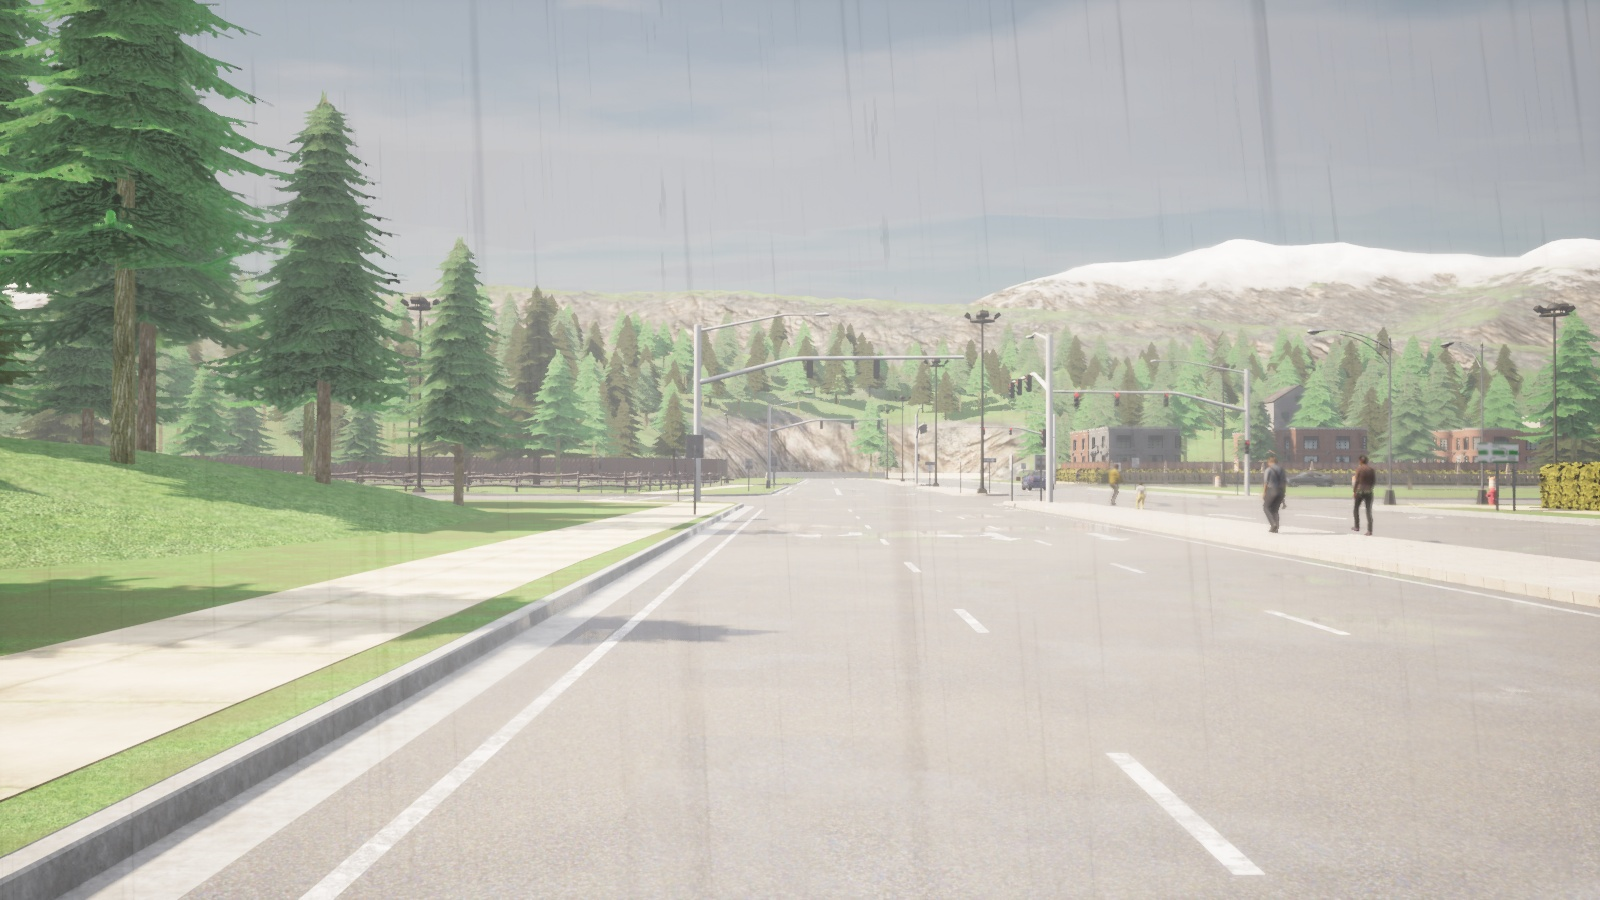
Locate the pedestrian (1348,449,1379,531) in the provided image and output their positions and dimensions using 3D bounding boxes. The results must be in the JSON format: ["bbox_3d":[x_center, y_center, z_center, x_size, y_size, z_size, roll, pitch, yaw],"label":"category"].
[{"bbox_3d":[12.711,0.896,28.353,0.328,1.805,0.869,0,-1,3],"label":"pedestrian"}]

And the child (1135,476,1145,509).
[{"bbox_3d":[12.887,1.615,47.594,0.270,1.263,0.437,0,-1,1],"label":"child"}]

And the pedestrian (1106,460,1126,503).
[{"bbox_3d":[13.373,1.328,53.210,0.726,1.835,0.370,0,-1,-23],"label":"pedestrian"}]

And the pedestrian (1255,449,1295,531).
[{"bbox_3d":[10.937,0.914,28.929,0.540,1.848,0.694,0,-1,-14],"label":"pedestrian"}]
